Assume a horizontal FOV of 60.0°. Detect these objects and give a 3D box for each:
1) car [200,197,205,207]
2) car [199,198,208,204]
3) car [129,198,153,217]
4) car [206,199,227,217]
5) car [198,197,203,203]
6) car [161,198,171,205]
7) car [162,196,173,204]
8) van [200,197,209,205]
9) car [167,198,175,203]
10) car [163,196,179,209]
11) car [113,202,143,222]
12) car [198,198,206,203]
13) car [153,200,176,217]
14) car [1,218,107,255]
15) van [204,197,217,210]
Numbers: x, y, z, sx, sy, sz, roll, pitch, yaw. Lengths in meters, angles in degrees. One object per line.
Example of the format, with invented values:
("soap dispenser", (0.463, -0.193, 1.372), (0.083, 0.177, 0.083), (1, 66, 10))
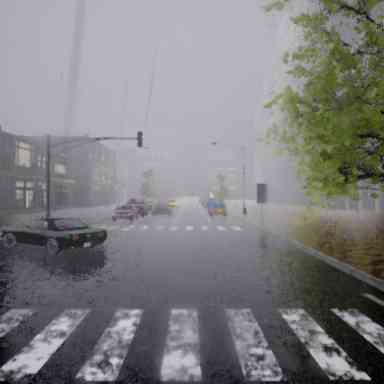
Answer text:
("car", (2.696, 1.955, 51.134), (2.008, 1.369, 4.403), (0, 0, 0))
("car", (2.699, 2.151, 79.058), (1.752, 1.417, 4.829), (0, 0, 0))
("car", (-5.683, 1.588, 34.481), (2.192, 1.841, 5.009), (0, 0, 0))
("car", (2.696, 1.799, 34.651), (1.752, 1.417, 4.829), (0, 0, 0))
("car", (2.698, 2.058, 62.235), (1.947, 1.339, 4.313), (0, 0, 0))
("car", (-5.682, 2.131, 73.335), (2.008, 1.369, 4.403), (0, 0, 0))
("car", (-5.681, 1.939, 78.888), (2.192, 1.841, 5.009), (0, 0, 0))
("van", (2.700, 1.921, 73.339), (1.690, 1.788, 3.998), (0, 0, 0))
("car", (-5.681, 2.237, 89.818), (1.752, 1.417, 4.829), (0, 0, 0))
("car", (-3.063, 1.891, 52.329), (1.882, 1.535, 5.008), (0, 0, 0))
("car", (-5.685, 1.811, 28.928), (1.802, 1.307, 4.206), (0, 0, 0))
("car", (2.699, 2.279, 89.990), (1.947, 1.339, 4.313), (0, 0, 0))
("car", (-3.093, 1.842, 35.249), (1.994, 1.385, 4.181), (0, 0, 0))
("car", (-5.825, 1.709, 13.777), (4.718, 1.301, 1.895), (0, -1, 33))
("van", (2.697, 1.657, 40.034), (1.690, 1.788, 3.998), (0, 0, 0))
